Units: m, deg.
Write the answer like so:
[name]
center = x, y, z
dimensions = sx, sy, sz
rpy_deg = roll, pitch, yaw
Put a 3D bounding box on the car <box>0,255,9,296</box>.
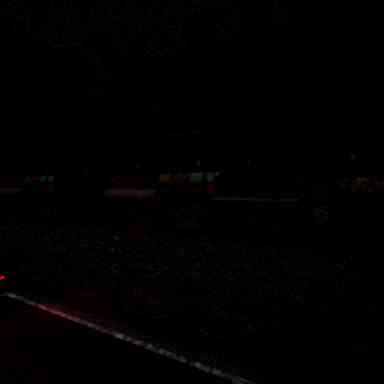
[car]
center = -5.585, 1.437, 6.876
dimensions = 4.674, 1.442, 1.812
rpy_deg = 1, 0, 35
